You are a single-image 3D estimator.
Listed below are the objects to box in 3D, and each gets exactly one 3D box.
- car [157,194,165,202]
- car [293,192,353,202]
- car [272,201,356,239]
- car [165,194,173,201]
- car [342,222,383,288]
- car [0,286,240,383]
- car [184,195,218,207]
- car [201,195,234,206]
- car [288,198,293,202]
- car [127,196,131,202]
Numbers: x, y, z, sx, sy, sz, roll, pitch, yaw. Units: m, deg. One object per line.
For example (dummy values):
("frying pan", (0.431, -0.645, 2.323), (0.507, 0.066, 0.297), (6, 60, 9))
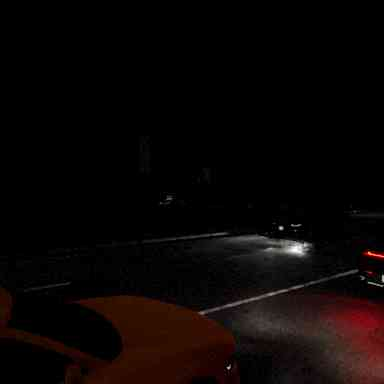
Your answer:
("car", (-7.986, 1.415, 65.766), (1.895, 1.301, 4.718), (-1, 0, -39))
("car", (13.274, 1.007, 33.116), (2.150, 2.045, 5.566), (-1, 0, -33))
("car", (6.145, 1.424, 16.907), (4.892, 1.490, 1.837), (-1, 0, -35))
("car", (-6.220, 1.238, 74.781), (2.128, 1.511, 4.902), (-1, 0, -38))
("car", (5.869, 1.468, 7.951), (4.892, 1.490, 1.837), (0, 0, -36))
("car", (-1.837, 1.478, 2.419), (5.008, 1.535, 1.882), (0, 0, -36))
("car", (1.730, 1.341, 47.945), (2.033, 1.411, 5.357), (-1, 0, -39))
("car", (3.849, 1.254, 50.898), (2.128, 1.511, 4.902), (-1, 0, -39))
("car", (13.526, 1.256, 38.876), (1.837, 1.490, 4.892), (-1, 2, -39))
("car", (-10.668, 1.287, 63.512), (1.882, 1.535, 5.008), (-1, 0, -39))
